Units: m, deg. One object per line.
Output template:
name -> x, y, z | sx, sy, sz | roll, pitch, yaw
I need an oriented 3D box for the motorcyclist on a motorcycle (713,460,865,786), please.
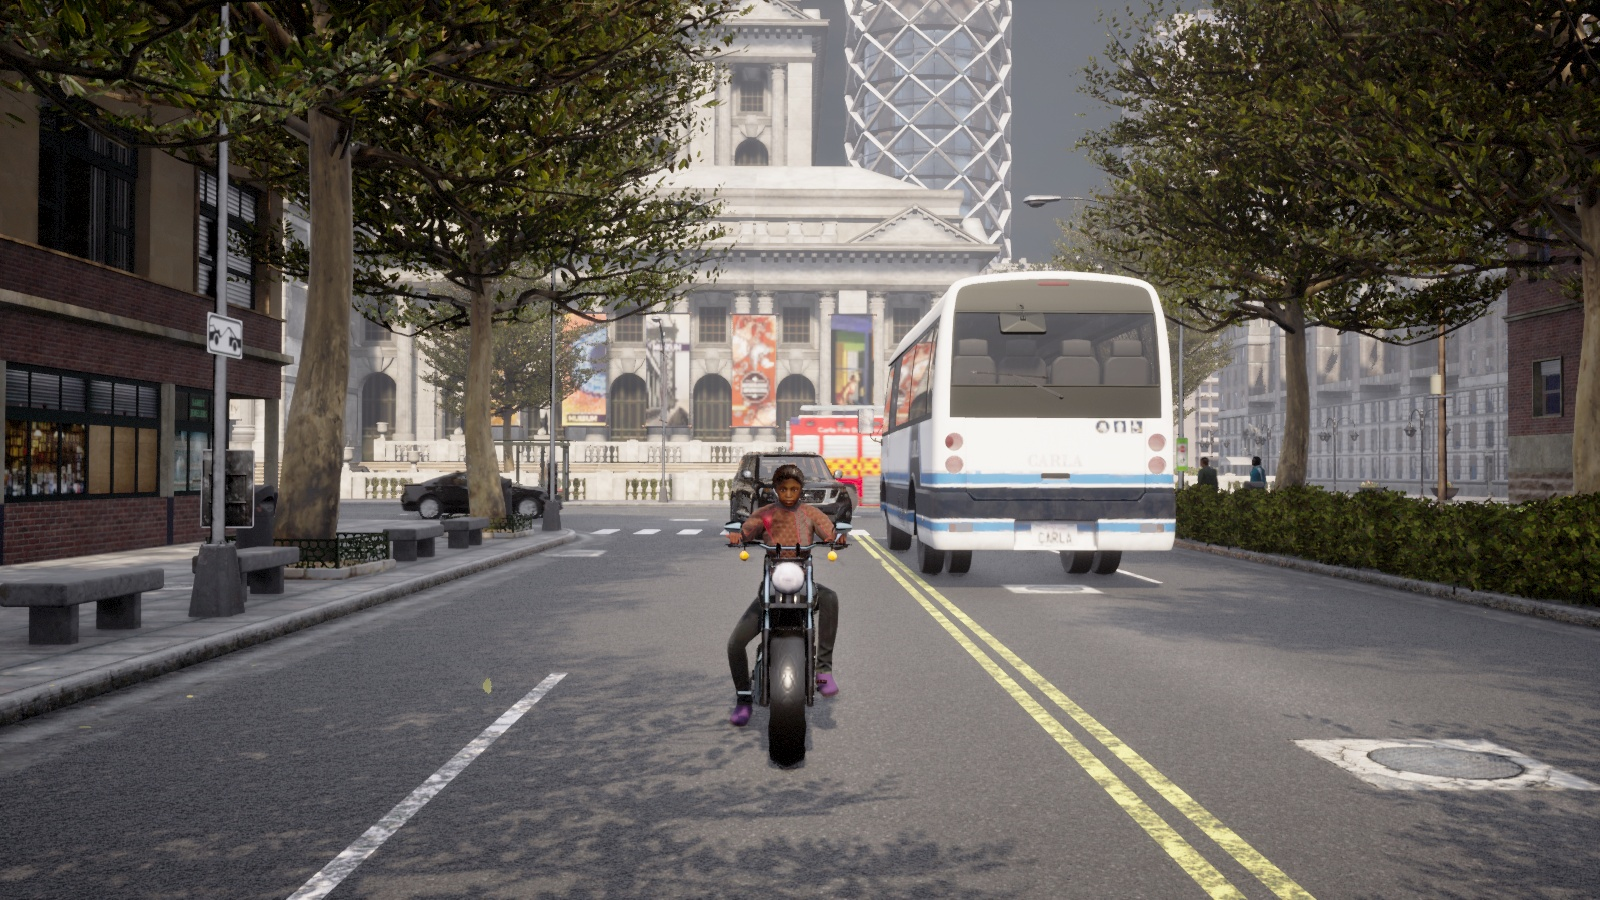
motorcyclist on a motorcycle -> -0.065, 0.892, 7.543 | 0.766, 1.649, 2.350 | 0, -1, -1

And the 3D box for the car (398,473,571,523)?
car -> -9.894, 1.496, 39.657 | 5.008, 1.535, 1.882 | 0, -1, 0

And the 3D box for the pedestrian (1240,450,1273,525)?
pedestrian -> 11.855, 0.971, 32.639 | 0.692, 1.930, 0.396 | 0, -1, -7

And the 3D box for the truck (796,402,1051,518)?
truck -> 4.116, 0.357, 43.222 | 8.468, 3.827, 2.891 | 0, -1, 0

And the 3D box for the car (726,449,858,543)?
car -> -0.332, 1.043, 30.316 | 2.150, 2.045, 5.566 | 0, -1, -12

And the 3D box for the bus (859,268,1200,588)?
bus -> 3.303, -0.209, 21.872 | 3.944, 4.253, 10.273 | 0, -1, 0

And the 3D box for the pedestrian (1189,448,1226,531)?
pedestrian -> 9.768, 0.936, 30.101 | 0.423, 1.949, 0.788 | 0, -1, -23
